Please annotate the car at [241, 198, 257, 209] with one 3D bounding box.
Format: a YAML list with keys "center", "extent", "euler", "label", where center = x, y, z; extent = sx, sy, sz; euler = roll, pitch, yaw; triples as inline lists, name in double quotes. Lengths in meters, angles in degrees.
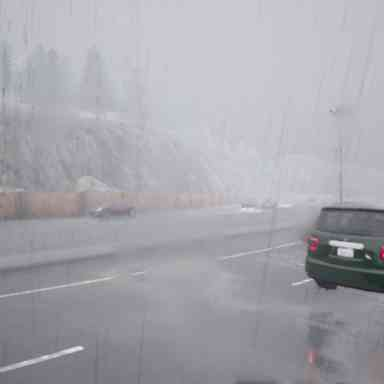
- center: [9.047, 1.837, 51.851]
  extent: [1.994, 1.385, 4.181]
  euler: [0, 0, 24]
  label: "car"

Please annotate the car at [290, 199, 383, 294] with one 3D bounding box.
- center: [4.944, 1.262, 8.157]
  extent: [5.566, 2.045, 2.150]
  euler: [0, 0, -42]
  label: "car"

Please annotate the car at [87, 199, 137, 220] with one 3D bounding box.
- center: [-7.370, 1.528, 30.696]
  extent: [2.097, 1.767, 4.553]
  euler: [0, -1, 41]
  label: "car"

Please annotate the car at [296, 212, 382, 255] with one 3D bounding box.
- center: [6.610, 1.675, 14.628]
  extent: [1.895, 1.301, 4.718]
  euler: [0, 0, 45]
  label: "car"

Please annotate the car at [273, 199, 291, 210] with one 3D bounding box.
- center: [11.566, 1.734, 40.392]
  extent: [1.812, 1.442, 4.674]
  euler: [0, -1, 25]
  label: "car"

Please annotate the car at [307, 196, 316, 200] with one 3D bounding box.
- center: [28.331, 1.717, 78.940]
  extent: [1.882, 1.535, 5.008]
  euler: [0, 0, 23]
  label: "car"

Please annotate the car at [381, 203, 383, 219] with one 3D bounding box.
- center: [18.924, 1.753, 31.429]
  extent: [1.895, 1.301, 4.718]
  euler: [0, 0, 29]
  label: "car"

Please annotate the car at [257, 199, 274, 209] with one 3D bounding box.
- center: [11.370, 1.743, 48.415]
  extent: [2.128, 1.511, 4.902]
  euler: [0, 0, 24]
  label: "car"

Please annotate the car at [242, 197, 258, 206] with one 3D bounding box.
- center: [11.683, 1.868, 66.734]
  extent: [2.128, 1.511, 4.902]
  euler: [0, 0, 23]
  label: "car"
